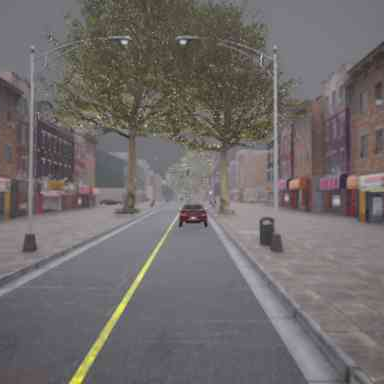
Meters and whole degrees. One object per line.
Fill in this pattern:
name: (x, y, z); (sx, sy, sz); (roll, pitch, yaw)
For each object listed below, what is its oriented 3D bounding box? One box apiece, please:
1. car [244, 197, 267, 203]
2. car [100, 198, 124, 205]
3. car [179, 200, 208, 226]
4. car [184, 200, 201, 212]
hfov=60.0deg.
car: (12.148, 1.537, 62.211); (4.829, 1.417, 1.752); (-1, -1, 0)
car: (-14.865, 1.852, 62.022); (4.507, 1.381, 1.887); (-1, -1, 0)
car: (0.091, 1.512, 23.607); (1.882, 1.535, 5.008); (0, 0, 0)
car: (0.088, 1.658, 40.733); (1.994, 1.385, 4.181); (0, 0, 0)
